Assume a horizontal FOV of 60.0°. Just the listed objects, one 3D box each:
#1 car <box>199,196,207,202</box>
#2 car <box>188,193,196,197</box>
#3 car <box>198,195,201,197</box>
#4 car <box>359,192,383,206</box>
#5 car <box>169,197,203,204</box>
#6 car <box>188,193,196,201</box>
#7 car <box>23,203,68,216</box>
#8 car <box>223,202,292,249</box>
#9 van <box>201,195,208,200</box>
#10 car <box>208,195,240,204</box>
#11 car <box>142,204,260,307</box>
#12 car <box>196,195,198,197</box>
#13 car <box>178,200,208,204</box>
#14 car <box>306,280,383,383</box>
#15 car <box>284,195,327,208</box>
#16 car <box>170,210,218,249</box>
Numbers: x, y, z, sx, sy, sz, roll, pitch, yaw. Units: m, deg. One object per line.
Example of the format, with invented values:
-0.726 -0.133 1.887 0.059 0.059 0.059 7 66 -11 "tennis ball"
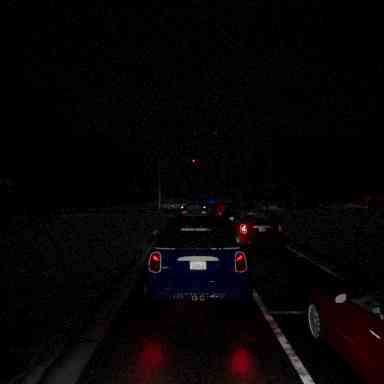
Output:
2.668 1.664 84.010 1.887 1.381 4.507 -1 0 0 "car"
0.040 1.468 81.947 2.097 1.767 4.553 0 0 0 "car"
2.652 1.366 56.978 2.192 1.841 5.009 -1 0 0 "car"
22.544 0.765 39.902 4.553 1.767 2.097 -1 1 0 "car"
-1.206 1.634 40.274 1.895 1.301 4.718 0 0 41 "car"
0.045 1.371 92.197 2.150 2.045 5.566 0 0 0 "car"
-16.220 1.969 36.956 4.674 1.442 1.812 -2 1 0 "car"
2.634 1.441 14.406 1.967 1.590 4.097 -1 0 0 "car"
2.650 1.382 51.572 1.690 1.788 3.998 -1 0 0 "van"
2.637 1.323 25.210 2.192 1.841 5.009 -1 0 0 "car"
0.073 1.352 8.156 2.097 1.767 4.553 0 0 -1 "car"
2.665 1.654 78.603 2.008 1.369 4.403 -1 0 0 "car"
0.114 1.572 25.503 1.994 1.385 4.181 0 0 -1 "car"
2.631 1.581 3.601 1.802 1.307 4.206 -1 0 0 "car"
13.590 1.132 39.904 4.892 1.490 1.837 -1 1 0 "car"
0.102 1.603 15.491 1.895 1.301 4.718 0 0 0 "car"
